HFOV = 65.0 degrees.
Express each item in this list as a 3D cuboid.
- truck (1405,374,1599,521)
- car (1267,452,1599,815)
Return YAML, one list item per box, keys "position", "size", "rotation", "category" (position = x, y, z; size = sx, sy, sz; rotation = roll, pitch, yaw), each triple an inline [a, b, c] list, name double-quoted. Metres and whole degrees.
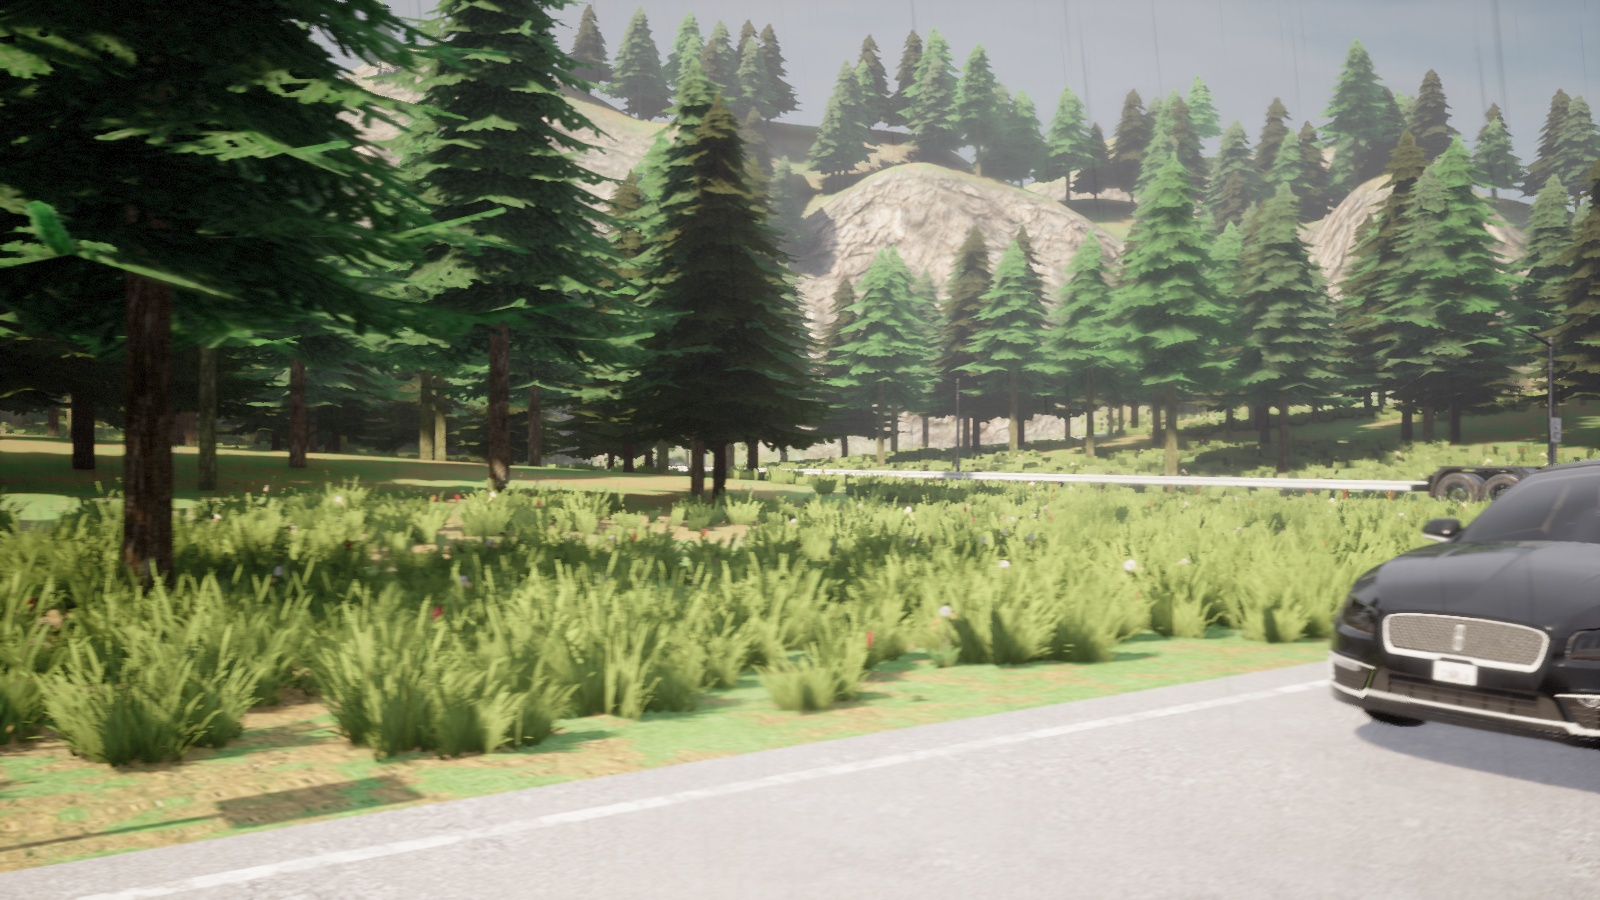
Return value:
- position: [19.647, -0.062, 31.149]
  size: [2.891, 3.462, 7.936]
  rotation: [0, 0, -35]
  category: "truck"
- position: [4.930, 0.757, 7.090]
  size: [4.892, 1.490, 1.837]
  rotation: [0, 0, -35]
  category: "car"
